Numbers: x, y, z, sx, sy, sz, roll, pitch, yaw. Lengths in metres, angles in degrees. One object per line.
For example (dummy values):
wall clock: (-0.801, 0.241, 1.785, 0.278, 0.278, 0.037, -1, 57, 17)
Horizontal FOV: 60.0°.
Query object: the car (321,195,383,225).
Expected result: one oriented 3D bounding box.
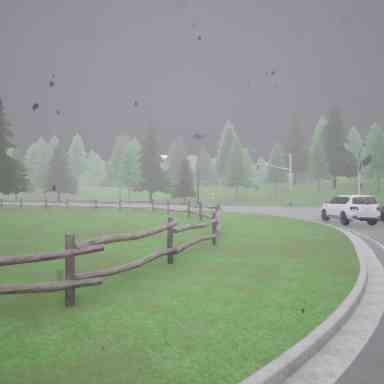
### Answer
car: (11.241, 1.226, 23.935, 2.150, 2.045, 5.566, 0, 0, 0)
